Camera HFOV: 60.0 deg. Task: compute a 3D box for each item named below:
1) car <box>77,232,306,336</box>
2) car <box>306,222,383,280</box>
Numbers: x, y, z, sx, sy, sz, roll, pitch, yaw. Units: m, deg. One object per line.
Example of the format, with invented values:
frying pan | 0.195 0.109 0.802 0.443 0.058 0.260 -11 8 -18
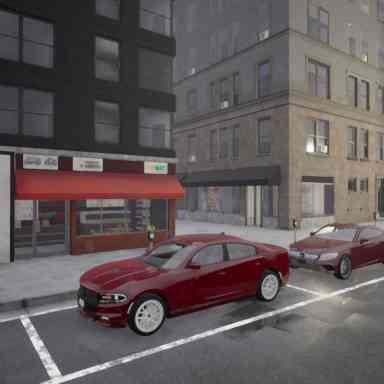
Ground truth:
car | 0.046 1.545 6.677 4.507 1.381 1.887 0 0 -35
car | 4.567 1.577 9.898 4.206 1.307 1.802 0 0 -35
